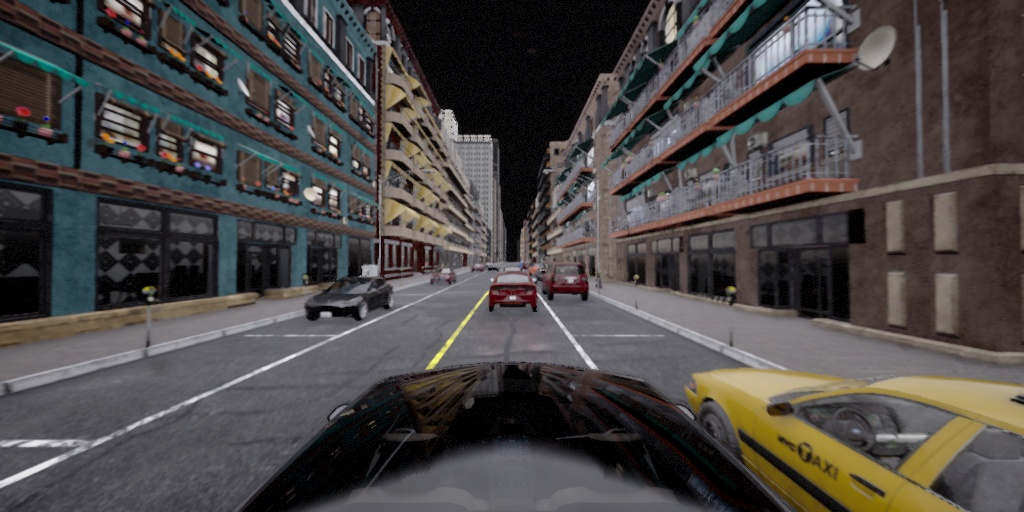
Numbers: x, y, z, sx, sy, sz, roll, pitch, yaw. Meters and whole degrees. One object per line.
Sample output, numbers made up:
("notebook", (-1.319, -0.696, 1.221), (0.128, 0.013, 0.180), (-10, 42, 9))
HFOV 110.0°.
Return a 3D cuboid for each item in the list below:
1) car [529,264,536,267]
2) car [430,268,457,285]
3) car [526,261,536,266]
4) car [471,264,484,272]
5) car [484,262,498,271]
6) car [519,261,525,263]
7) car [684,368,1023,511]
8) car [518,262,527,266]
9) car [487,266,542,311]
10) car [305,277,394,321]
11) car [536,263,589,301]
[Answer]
("car", (2.690, 1.623, 30.195), (2.007, 1.370, 4.403), (0, 0, 0))
("car", (-5.690, 1.655, 30.192), (1.802, 1.307, 4.207), (0, 0, 0))
("car", (3.113, 1.578, 43.410), (2.097, 1.767, 4.553), (0, -1, 0))
("car", (-5.689, 1.946, 58.602), (1.888, 1.381, 4.507), (0, 0, 0))
("car", (-3.059, 2.002, 58.581), (1.895, 1.301, 4.718), (0, -1, 1))
("car", (2.691, 1.782, 64.286), (2.192, 1.841, 5.009), (0, 0, 0))
("car", (2.690, 1.276, 1.953), (1.751, 1.417, 4.829), (0, 0, 0))
("car", (0.052, 1.553, 30.381), (1.882, 1.535, 5.008), (0, 0, 1))
("car", (0.052, 1.382, 15.394), (1.882, 1.535, 5.008), (0, 0, 0))
("car", (-5.691, 1.445, 13.145), (1.948, 1.339, 4.313), (0, 0, 0))
("car", (2.690, 1.258, 18.830), (2.192, 1.841, 5.009), (0, 0, 0))
